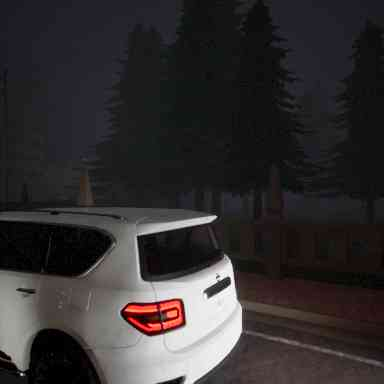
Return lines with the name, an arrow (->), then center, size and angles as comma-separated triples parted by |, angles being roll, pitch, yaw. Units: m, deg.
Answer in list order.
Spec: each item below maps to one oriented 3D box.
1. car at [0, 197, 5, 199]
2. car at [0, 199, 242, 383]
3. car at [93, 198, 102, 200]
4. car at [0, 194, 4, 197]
car -> -19.907, 1.581, 35.693 | 1.812, 1.442, 4.674 | 0, 0, 22
car -> -2.076, 1.221, 4.723 | 5.566, 2.045, 2.150 | 0, 0, 29
car -> -12.511, 1.619, 44.315 | 1.994, 1.385, 4.181 | 0, 0, 22
car -> -23.295, 1.277, 36.662 | 2.150, 2.045, 5.566 | 0, 0, 22
